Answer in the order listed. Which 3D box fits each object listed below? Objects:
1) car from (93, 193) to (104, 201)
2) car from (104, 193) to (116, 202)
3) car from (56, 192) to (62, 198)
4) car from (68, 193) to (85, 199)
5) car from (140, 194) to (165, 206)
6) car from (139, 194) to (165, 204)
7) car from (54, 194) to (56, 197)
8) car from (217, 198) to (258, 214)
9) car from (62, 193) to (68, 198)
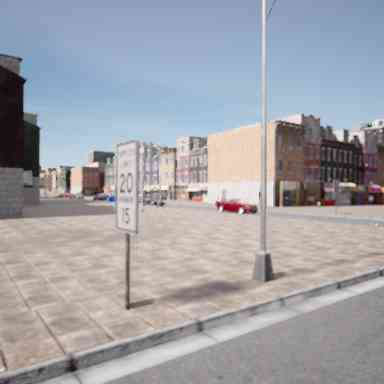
[{"bbox_3d":[-15.909,0.955,58.796,1.812,1.442,4.674,0,0,-35],"label":"car"},{"bbox_3d":[-11.849,0.962,53.093,1.882,1.535,5.008,0,0,-35],"label":"car"},{"bbox_3d":[-30.781,0.805,80.420,1.887,1.381,4.507,1,0,-35],"label":"car"},{"bbox_3d":[-24.420,0.878,71.460,2.008,1.369,4.403,1,0,-35],"label":"car"},{"bbox_3d":[-5.337,1.144,44.583,1.947,1.339,4.313,1,0,-35],"label":"car"},{"bbox_3d":[-6.187,1.052,50.414,1.837,1.490,4.892,0,0,-35],"label":"car"},{"bbox_3d":[-33.863,0.756,84.760,1.752,1.417,4.829,1,0,-35],"label":"car"},{"bbox_3d":[4.204,1.282,31.145,1.887,1.381,4.507,1,0,-35],"label":"car"},{"bbox_3d":[-27.600,0.837,75.939,1.887,1.381,4.507,1,0,-35],"label":"car"}]
